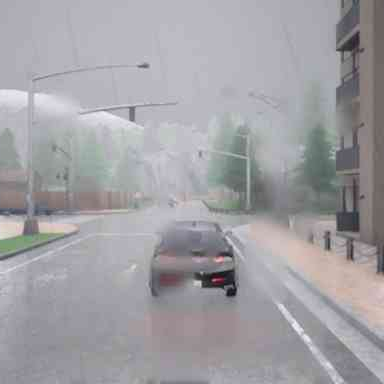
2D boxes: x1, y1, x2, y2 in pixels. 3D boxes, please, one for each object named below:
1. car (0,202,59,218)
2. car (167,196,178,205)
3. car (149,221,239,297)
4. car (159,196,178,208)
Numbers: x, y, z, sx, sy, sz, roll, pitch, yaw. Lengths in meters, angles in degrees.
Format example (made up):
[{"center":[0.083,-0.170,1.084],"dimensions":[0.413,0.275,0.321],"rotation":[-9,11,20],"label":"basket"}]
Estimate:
[{"center":[-14.636,1.599,29.924],"dimensions":[4.718,1.301,1.895],"rotation":[0,0,-3],"label":"car"},{"center":[-3.567,1.550,61.444],"dimensions":[1.812,1.442,4.674],"rotation":[0,0,1],"label":"car"},{"center":[0.053,1.495,8.588],"dimensions":[2.128,1.511,4.902],"rotation":[0,0,0],"label":"car"},{"center":[-3.600,1.511,47.901],"dimensions":[2.128,1.511,4.902],"rotation":[0,0,0],"label":"car"}]
